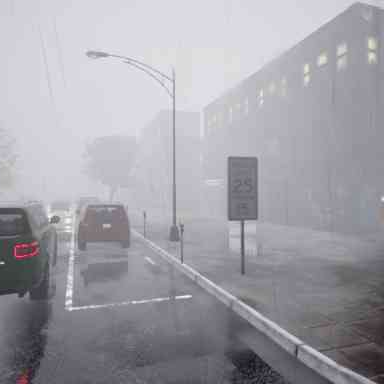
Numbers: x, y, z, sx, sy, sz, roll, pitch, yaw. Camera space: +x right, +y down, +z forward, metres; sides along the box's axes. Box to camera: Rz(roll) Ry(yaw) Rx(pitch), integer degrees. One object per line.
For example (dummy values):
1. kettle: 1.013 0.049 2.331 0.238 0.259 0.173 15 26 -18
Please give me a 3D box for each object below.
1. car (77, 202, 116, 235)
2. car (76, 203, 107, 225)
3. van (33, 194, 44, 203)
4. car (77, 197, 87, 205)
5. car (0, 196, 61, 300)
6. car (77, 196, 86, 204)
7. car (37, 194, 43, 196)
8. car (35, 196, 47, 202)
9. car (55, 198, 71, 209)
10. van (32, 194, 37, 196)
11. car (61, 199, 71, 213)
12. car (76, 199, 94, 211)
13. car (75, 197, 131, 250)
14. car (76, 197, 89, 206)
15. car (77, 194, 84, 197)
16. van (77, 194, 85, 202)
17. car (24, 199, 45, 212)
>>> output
1. car: -5.720 1.448 19.591 1.967 1.590 4.097 1 0 -19
2. car: -7.552 1.560 24.824 2.008 1.369 4.403 1 0 -19
3. van: -31.923 1.353 69.138 1.690 1.788 3.998 1 0 -19
4. car: -20.360 1.597 61.450 1.802 1.307 4.206 1 0 -19
5. car: -4.573 1.224 8.129 2.150 2.045 5.566 0 0 -19
6. car: -22.245 1.539 66.844 1.752 1.417 4.829 1 0 -19
7. car: -30.095 1.452 63.906 1.967 1.590 4.097 1 0 -19
8. car: -33.756 1.562 74.370 2.008 1.369 4.403 1 0 -19
9. car: -18.119 1.615 46.864 1.895 1.301 4.718 0 0 -19
10. van: -26.434 1.354 53.441 1.690 1.788 3.998 1 0 -19
11. car: -14.795 1.490 37.524 1.882 1.535 5.008 0 0 -19
12. car: -13.041 1.579 40.521 1.947 1.339 4.313 1 0 -19
13. car: -3.889 1.321 14.359 2.192 1.841 5.009 1 0 -19
14. car: -18.530 1.565 56.218 2.008 1.369 4.403 1 0 -19
15. car: -9.379 1.326 30.058 2.192 1.841 5.009 1 0 -19
16. van: -25.847 1.354 77.150 1.690 1.788 3.998 1 0 -19
17. car: -19.005 1.613 40.312 1.895 1.301 4.718 0 0 -19
